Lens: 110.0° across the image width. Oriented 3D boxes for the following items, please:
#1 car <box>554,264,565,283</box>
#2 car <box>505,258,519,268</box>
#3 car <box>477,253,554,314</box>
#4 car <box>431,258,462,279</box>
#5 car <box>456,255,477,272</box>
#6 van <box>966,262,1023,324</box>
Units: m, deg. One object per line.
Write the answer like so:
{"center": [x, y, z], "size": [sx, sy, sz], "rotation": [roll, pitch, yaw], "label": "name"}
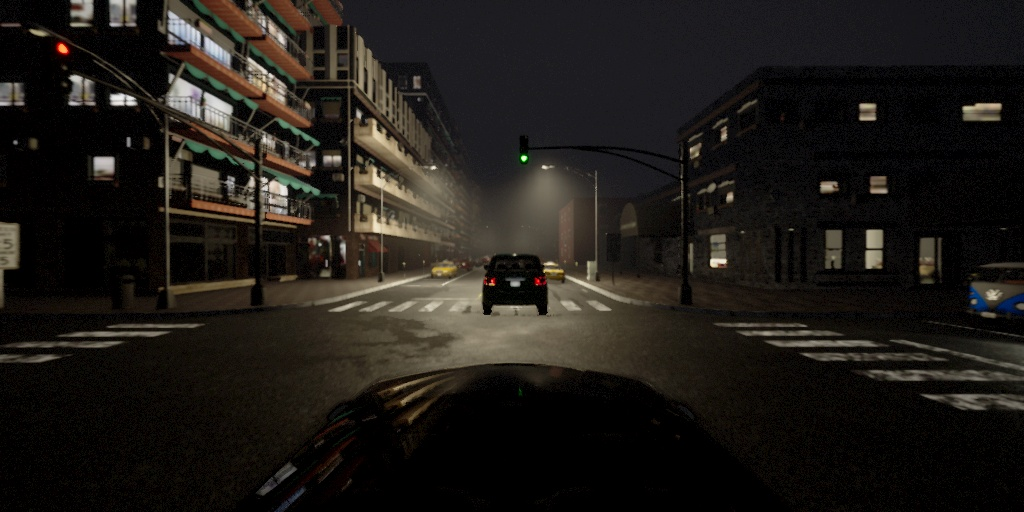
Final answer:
{"center": [2.688, 1.113, 25.326], "size": [1.751, 1.417, 4.829], "rotation": [0, 0, 0], "label": "car"}
{"center": [-0.007, 0.988, 51.538], "size": [1.994, 1.385, 4.181], "rotation": [0, 0, 0], "label": "car"}
{"center": [0.097, 0.911, 13.595], "size": [2.150, 2.045, 5.566], "rotation": [0, 1, 0], "label": "car"}
{"center": [-5.694, 1.105, 30.523], "size": [1.751, 1.417, 4.829], "rotation": [0, 0, 0], "label": "car"}
{"center": [-5.694, 0.820, 41.772], "size": [2.192, 1.841, 5.009], "rotation": [0, 0, 0], "label": "car"}
{"center": [14.896, 1.061, 9.636], "size": [3.998, 1.789, 1.690], "rotation": [0, 0, 0], "label": "van"}
